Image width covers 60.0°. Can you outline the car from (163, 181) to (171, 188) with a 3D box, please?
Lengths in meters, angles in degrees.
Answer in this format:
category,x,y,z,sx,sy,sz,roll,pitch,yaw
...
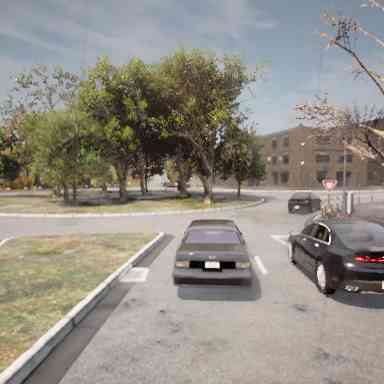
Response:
category,x,y,z,sx,sy,sz,roll,pitch,yaw
car,-6.337,-1.903,84.013,1.837,1.490,4.892,0,1,-4

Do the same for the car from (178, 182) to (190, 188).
category,x,y,z,sx,sy,sz,roll,pitch,yaw
car,-1.618,-1.542,73.908,1.895,1.301,4.718,-1,2,-9

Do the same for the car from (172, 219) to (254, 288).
category,x,y,z,sx,sy,sz,roll,pitch,yaw
car,0.576,1.473,9.241,2.033,1.411,5.357,0,1,4

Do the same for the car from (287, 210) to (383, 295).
category,x,y,z,sx,sy,sz,roll,pitch,yaw
car,3.795,1.449,8.540,1.837,1.490,4.892,0,0,3

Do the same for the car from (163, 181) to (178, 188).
category,x,y,z,sx,sy,sz,roll,pitch,yaw
car,-4.872,-1.576,73.646,2.033,1.411,5.357,-1,2,-9

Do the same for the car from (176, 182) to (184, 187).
category,x,y,z,sx,sy,sz,roll,pitch,yaw
car,-3.071,-1.816,84.003,1.895,1.301,4.718,0,1,-4

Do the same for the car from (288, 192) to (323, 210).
category,x,y,z,sx,sy,sz,roll,pitch,yaw
car,9.253,0.772,26.931,1.837,1.490,4.892,2,3,34
